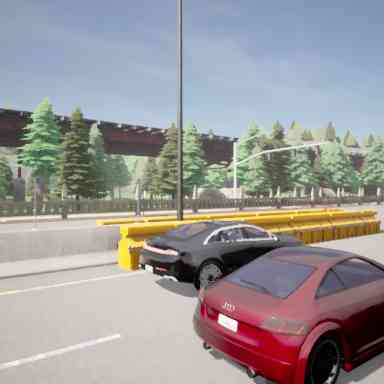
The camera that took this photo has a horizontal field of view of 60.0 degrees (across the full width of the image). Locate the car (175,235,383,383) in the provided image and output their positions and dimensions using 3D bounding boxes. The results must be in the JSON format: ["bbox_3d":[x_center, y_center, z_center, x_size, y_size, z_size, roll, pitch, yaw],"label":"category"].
[{"bbox_3d":[2.069,1.564,5.227,4.181,1.385,1.994,0,0,-35],"label":"car"}]

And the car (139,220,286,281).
[{"bbox_3d":[1.017,1.490,8.774,4.902,1.511,2.128,0,0,-36],"label":"car"}]
